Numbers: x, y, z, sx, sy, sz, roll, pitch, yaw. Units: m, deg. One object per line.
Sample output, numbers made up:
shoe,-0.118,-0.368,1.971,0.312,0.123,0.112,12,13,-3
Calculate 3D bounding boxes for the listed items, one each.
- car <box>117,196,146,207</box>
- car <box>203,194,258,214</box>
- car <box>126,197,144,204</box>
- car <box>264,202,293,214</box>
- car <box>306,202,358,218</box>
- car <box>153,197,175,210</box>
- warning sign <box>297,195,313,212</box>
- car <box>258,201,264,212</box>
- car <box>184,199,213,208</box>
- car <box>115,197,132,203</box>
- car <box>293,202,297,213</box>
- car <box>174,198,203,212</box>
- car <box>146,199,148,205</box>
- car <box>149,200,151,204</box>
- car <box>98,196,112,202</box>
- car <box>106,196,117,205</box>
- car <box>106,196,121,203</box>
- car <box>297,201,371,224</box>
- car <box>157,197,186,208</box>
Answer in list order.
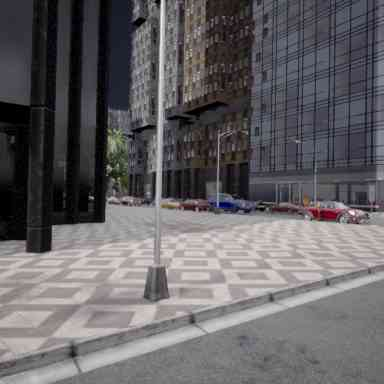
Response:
car,-9.189,1.391,50.022,1.967,1.590,4.097,2,-1,-35
car,4.084,1.229,36.010,2.150,2.045,5.566,2,-1,-35
car,-11.809,1.742,68.364,1.947,1.339,4.313,2,-1,-35
car,10.496,1.746,37.095,1.802,1.307,4.206,2,-1,-35
car,13.682,1.727,32.629,1.947,1.339,4.313,2,-1,-35
car,-2.718,1.470,40.947,1.752,1.417,4.829,2,-1,-35
warning sign,12.853,1.340,37.782,1.300,1.860,1.060,2,-1,-35
car,7.310,1.733,41.562,1.947,1.339,4.313,2,-1,-35
car,0.937,1.724,50.496,2.008,1.369,4.403,2,-1,-35
car,-14.995,1.742,72.831,1.947,1.339,4.313,2,-1,-35
car,11.060,1.552,26.273,2.033,1.411,5.357,2,-1,-33
car,0.369,1.486,36.617,1.887,1.381,4.507,2,-1,-35
car,-9.323,1.705,60.123,1.895,1.301,4.718,2,-1,-35
car,-3.537,1.565,46.721,2.033,1.411,5.357,2,-1,-35
car,-21.368,1.757,81.764,1.802,1.307,4.206,2,-1,-35
car,-12.379,1.533,54.487,1.802,1.307,4.206,2,-1,-35
car,-18.279,1.701,77.436,1.752,1.417,4.829,2,-1,-35
car,9.914,1.372,23.243,1.967,1.590,4.097,2,-1,-37
car,-3.228,1.595,51.655,2.128,1.511,4.902,2,-1,-35
